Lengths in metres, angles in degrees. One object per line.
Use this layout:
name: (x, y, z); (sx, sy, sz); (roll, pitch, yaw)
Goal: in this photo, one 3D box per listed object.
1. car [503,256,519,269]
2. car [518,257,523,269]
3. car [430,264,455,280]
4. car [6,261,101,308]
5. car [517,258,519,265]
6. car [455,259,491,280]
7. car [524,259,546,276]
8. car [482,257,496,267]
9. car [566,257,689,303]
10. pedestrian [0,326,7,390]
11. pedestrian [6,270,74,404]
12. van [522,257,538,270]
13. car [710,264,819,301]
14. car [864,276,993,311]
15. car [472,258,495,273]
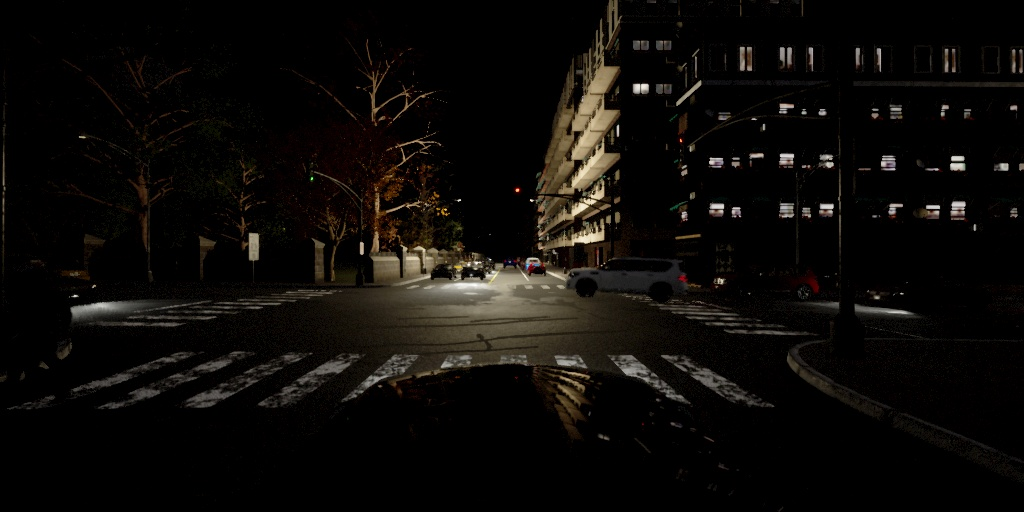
car: (-0.331, 1.021, 59.609); (2.150, 2.045, 5.566); (0, 0, 0)
car: (2.394, 1.230, 53.815); (1.967, 1.591, 4.097); (0, 0, 0)
car: (-5.857, 1.330, 31.246); (1.948, 1.339, 4.313); (0, 0, 0)
car: (-18.229, 0.997, 12.743); (5.357, 1.411, 2.033); (1, 0, -1)
car: (2.361, 1.349, 59.445); (2.007, 1.370, 4.403); (0, 0, 0)
car: (-3.260, 1.256, 31.078); (2.128, 1.511, 4.902); (0, 0, 0)
car: (2.491, 1.314, 36.924); (1.888, 1.381, 4.507); (0, 0, 0)
car: (-3.373, 1.279, 51.788); (2.128, 1.511, 4.902); (0, 0, 0)
car: (5.471, 1.044, 17.357); (5.566, 2.045, 2.150); (3, 1, 15)
pedestrian: (-6.924, 1.044, 5.201); (0.375, 1.860, 0.375); (0, 0, 0)
pedestrian: (-6.386, 1.045, 4.877); (0.375, 1.860, 0.375); (0, 0, 0)
van: (2.459, 1.116, 42.555); (1.690, 1.789, 3.998); (0, 0, 0)
car: (13.353, 1.353, 19.016); (5.009, 1.841, 2.192); (0, 0, -1)
car: (19.112, 1.659, 16.518); (4.674, 1.442, 1.812); (1, 0, -1)
car: (-3.320, 1.279, 41.376); (1.837, 1.490, 4.892); (0, 0, 0)
